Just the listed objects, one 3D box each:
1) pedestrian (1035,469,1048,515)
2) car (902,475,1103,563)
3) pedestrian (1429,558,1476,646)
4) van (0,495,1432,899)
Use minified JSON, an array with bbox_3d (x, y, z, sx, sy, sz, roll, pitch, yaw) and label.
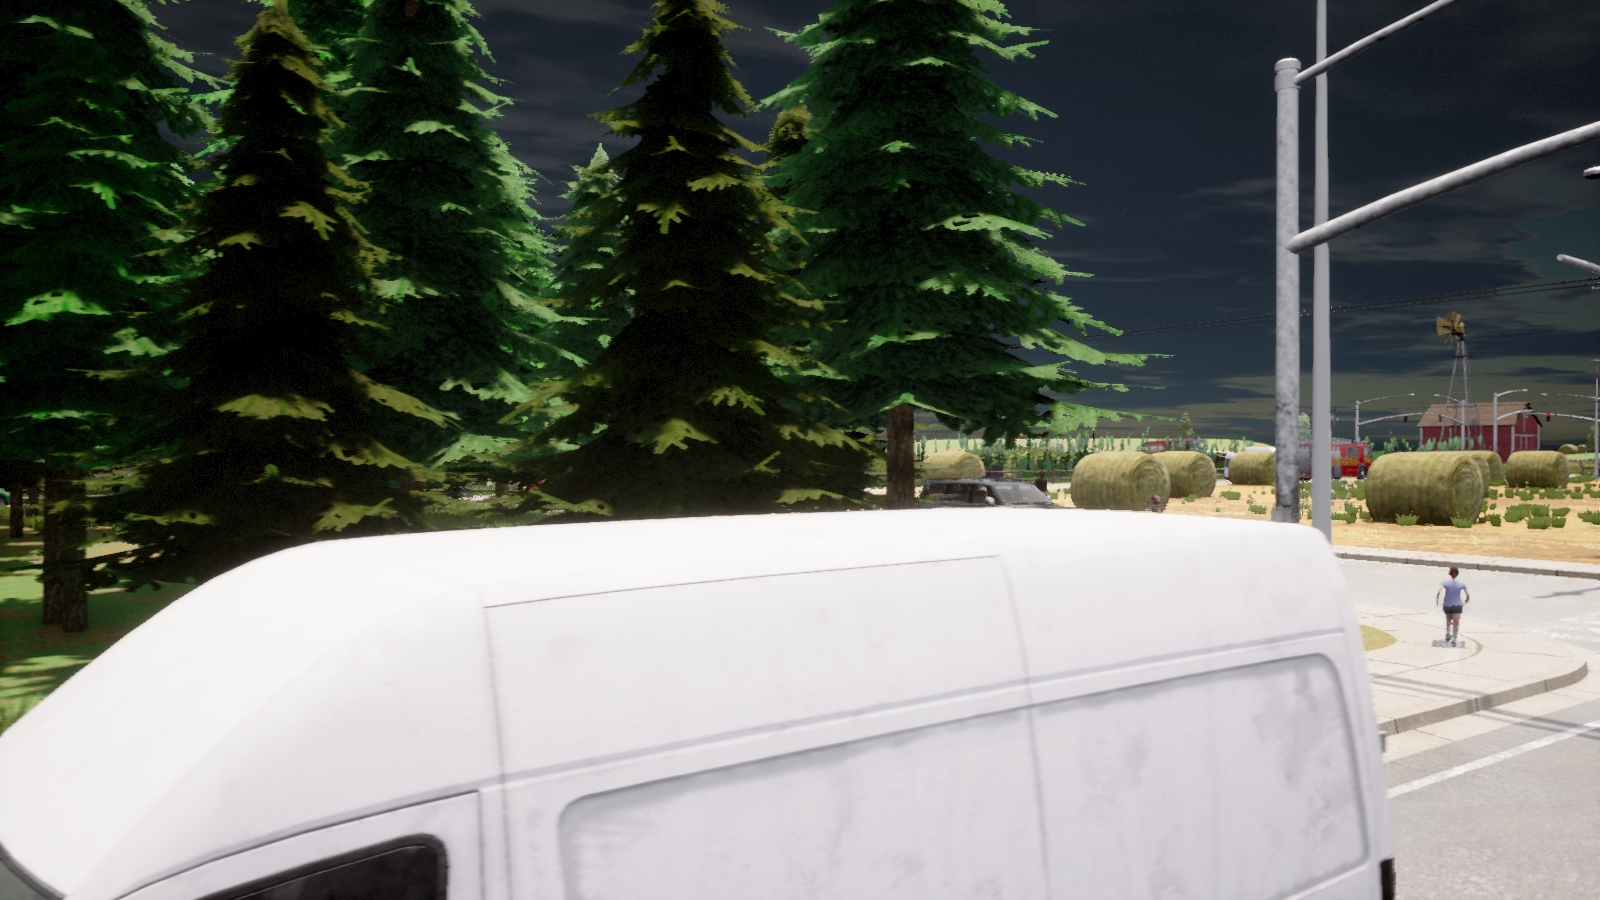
[{"bbox_3d":[9.734,1.680,46.084,0.375,1.860,0.375,0,0,-21],"label":"pedestrian"},{"bbox_3d":[5.399,1.779,31.278,2.150,2.045,5.566,0,0,-34],"label":"car"},{"bbox_3d":[8.835,2.051,15.474,0.500,1.100,0.500,0,0,36],"label":"pedestrian"},{"bbox_3d":[-0.650,1.508,3.337,5.915,2.561,1.988,0,0,-35],"label":"van"}]
